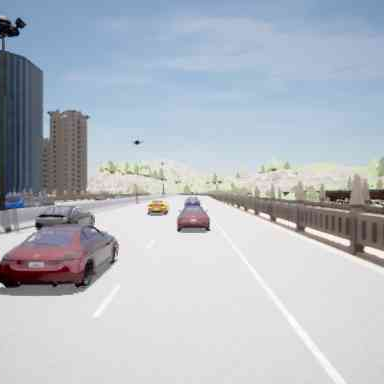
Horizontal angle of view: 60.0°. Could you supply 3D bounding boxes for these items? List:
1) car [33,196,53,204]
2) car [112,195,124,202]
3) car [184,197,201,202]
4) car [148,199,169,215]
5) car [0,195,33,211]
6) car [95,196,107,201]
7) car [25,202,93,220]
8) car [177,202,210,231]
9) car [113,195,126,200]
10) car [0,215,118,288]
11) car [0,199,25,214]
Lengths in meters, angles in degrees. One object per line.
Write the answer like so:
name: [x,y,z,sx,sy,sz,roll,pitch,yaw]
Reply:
car: [-17.601,1.359,37.976,2.097,1.767,4.553,0,0,0]
car: [-17.531,1.532,79.119,1.812,1.442,4.674,0,0,0]
car: [0.084,1.354,42.036,2.097,1.767,4.553,0,0,0]
car: [-3.413,1.480,34.403,1.882,1.535,5.008,0,0,0]
car: [-14.107,1.227,23.996,2.150,2.045,5.566,0,0,0]
car: [-21.030,1.560,76.891,1.994,1.385,4.181,0,0,0]
car: [-6.906,1.495,18.554,2.128,1.511,4.902,0,0,0]
car: [0.092,1.565,20.756,1.994,1.385,4.181,0,0,0]
car: [-14.030,1.552,64.188,2.033,1.411,5.357,0,0,0]
car: [-3.408,1.565,9.303,1.994,1.385,4.181,0,0,0]
car: [-21.103,1.556,37.342,2.033,1.411,5.357,0,0,0]
